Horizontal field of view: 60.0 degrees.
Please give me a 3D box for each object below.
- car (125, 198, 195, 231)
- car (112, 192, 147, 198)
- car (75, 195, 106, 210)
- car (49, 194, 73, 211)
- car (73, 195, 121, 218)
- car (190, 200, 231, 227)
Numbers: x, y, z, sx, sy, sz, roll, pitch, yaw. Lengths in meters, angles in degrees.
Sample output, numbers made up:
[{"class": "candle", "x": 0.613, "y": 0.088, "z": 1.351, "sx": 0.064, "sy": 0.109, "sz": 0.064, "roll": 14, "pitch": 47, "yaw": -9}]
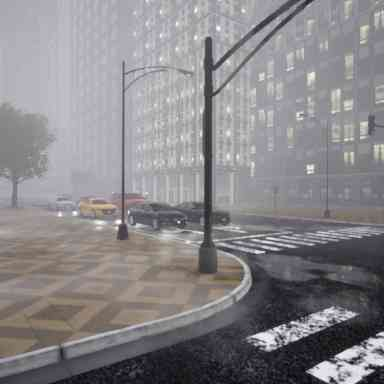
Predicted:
[{"class": "car", "x": -2.153, "y": 1.357, "z": 19.777, "sx": 1.837, "sy": 1.490, "sz": 4.892, "roll": 0, "pitch": 0, "yaw": -37}, {"class": "car", "x": -5.514, "y": 1.008, "z": 29.726, "sx": 2.150, "sy": 2.045, "sz": 5.566, "roll": 0, "pitch": 0, "yaw": -37}, {"class": "car", "x": -11.679, "y": 1.177, "z": 38.024, "sx": 1.882, "sy": 1.535, "sz": 5.008, "roll": 0, "pitch": 0, "yaw": -37}, {"class": "car", "x": -13.932, "y": 1.216, "z": 35.605, "sx": 1.812, "sy": 1.442, "sz": 4.674, "roll": 0, "pitch": 0, "yaw": -37}, {"class": "car", "x": -7.808, "y": 1.254, "z": 27.371, "sx": 1.882, "sy": 1.535, "sz": 5.008, "roll": 0, "pitch": 0, "yaw": -37}, {"class": "car", "x": 0.421, "y": 1.344, "z": 21.763, "sx": 1.882, "sy": 1.535, "sz": 5.008, "roll": 0, "pitch": 0, "yaw": -37}]
